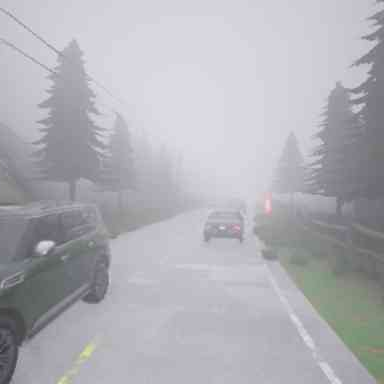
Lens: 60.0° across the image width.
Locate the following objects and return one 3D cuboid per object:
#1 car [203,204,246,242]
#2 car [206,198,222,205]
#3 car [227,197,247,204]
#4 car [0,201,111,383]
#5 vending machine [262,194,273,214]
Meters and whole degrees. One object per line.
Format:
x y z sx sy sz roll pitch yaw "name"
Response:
1.662 1.553 16.452 2.033 1.411 5.357 0 0 9 "car"
3.094 1.556 45.388 2.033 1.411 5.357 0 0 11 "car"
4.822 1.368 36.015 2.097 1.767 4.553 0 0 10 "car"
-3.006 1.210 5.334 2.150 2.045 5.566 0 0 4 "car"
7.890 1.223 34.879 1.100 2.100 0.880 0 0 10 "vending machine"
